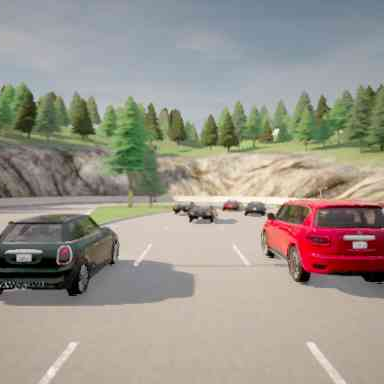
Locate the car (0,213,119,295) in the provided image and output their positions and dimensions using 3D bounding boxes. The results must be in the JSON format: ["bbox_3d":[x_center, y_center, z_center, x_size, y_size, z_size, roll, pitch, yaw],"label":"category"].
[{"bbox_3d":[-3.397,1.360,8.873,2.097,1.767,4.553,0,0,0],"label":"car"}]

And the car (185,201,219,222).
[{"bbox_3d":[1.007,1.626,26.469,1.895,1.301,4.718,0,0,10],"label":"car"}]

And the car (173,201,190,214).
[{"bbox_3d":[-0.387,1.633,35.092,1.895,1.301,4.718,0,0,16],"label":"car"}]

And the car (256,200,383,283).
[{"bbox_3d":[3.603,1.231,9.810,2.150,2.045,5.566,0,0,0],"label":"car"}]

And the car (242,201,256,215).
[{"bbox_3d":[6.555,1.595,33.833,1.994,1.385,4.181,0,0,16],"label":"car"}]

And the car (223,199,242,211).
[{"bbox_3d":[5.108,1.602,41.491,1.994,1.385,4.181,0,0,16],"label":"car"}]
